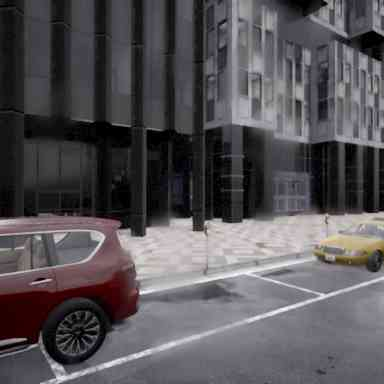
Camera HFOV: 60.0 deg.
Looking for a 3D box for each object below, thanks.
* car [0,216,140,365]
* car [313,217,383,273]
[{"bbox_3d":[-3.120,1.315,4.305,5.009,1.841,2.192,0,0,-35],"label":"car"},{"bbox_3d":[5.890,1.523,10.733,4.829,1.417,1.752,0,1,-34],"label":"car"}]
